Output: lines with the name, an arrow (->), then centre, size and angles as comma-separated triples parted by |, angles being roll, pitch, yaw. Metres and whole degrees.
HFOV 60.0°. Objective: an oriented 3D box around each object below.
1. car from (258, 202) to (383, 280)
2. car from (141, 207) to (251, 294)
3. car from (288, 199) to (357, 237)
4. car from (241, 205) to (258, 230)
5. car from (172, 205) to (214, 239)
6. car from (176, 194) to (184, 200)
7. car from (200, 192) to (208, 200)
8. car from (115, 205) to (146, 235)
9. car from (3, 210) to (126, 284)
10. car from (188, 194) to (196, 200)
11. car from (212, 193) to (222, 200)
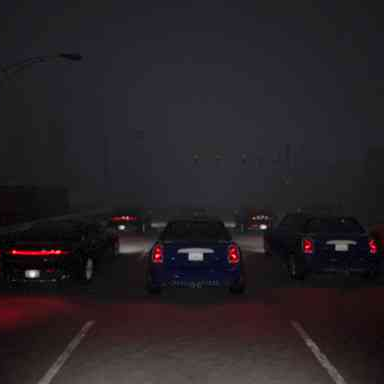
car -> 3.595, 1.345, 10.097 | 2.097, 1.767, 4.553 | 0, 0, 0
car -> 0.090, 1.346, 8.962 | 2.097, 1.767, 4.553 | 0, 0, 0
car -> 7.073, 1.340, 18.652 | 2.097, 1.767, 4.553 | 0, 0, 0
car -> 3.577, 1.493, 19.038 | 1.837, 1.490, 4.892 | 0, 0, 1
car -> 0.073, 1.535, 18.498 | 2.033, 1.411, 5.357 | 0, 0, 1
car -> -3.431, 1.411, 91.621 | 1.882, 1.535, 5.008 | 0, 0, 0
car -> 3.569, 1.473, 91.616 | 2.033, 1.411, 5.357 | 0, 0, 0
car -> -3.424, 1.493, 18.826 | 1.837, 1.490, 4.892 | 0, 0, 1
car -> -3.406, 1.499, 9.544 | 1.837, 1.490, 4.892 | 0, 0, 0
car -> 0.070, 1.458, 92.035 | 1.812, 1.442, 4.674 | 0, 0, 0
car -> 7.069, 1.158, 91.644 | 2.150, 2.045, 5.566 | 0, 0, 0
